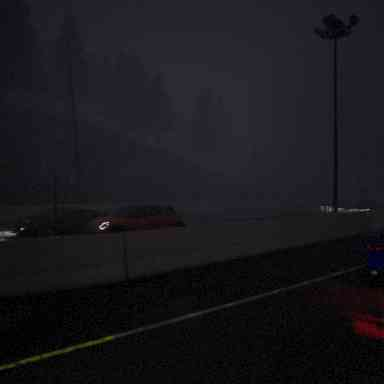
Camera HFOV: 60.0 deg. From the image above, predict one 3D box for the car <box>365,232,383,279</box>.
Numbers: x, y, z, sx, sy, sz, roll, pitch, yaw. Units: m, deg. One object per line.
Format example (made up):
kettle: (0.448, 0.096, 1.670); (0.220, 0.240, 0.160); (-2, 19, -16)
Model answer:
car: (6.540, 1.479, 8.949); (5.008, 1.535, 1.882); (0, 0, -39)

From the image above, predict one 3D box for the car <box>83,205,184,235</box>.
car: (-2.605, 1.370, 15.341); (4.553, 1.767, 2.097); (0, 0, -38)

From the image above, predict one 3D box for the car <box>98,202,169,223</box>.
car: (-4.668, 1.579, 27.127); (5.357, 1.411, 2.033); (0, 0, -40)
